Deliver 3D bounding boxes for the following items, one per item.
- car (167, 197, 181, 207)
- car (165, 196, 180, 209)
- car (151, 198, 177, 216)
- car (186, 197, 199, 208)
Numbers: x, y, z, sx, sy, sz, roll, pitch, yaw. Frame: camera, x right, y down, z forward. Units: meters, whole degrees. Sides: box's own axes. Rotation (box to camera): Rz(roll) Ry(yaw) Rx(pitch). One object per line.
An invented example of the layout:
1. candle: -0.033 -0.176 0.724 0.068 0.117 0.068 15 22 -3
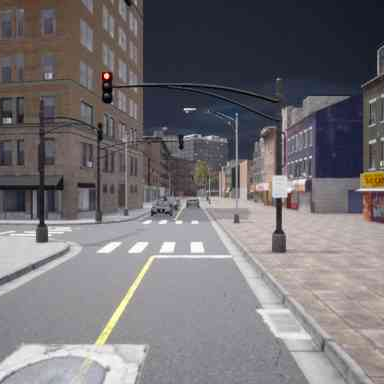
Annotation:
1. car: -2.815 1.562 52.710 2.033 1.411 5.357 0 0 0
2. car: -2.824 1.361 42.087 2.097 1.767 4.553 0 0 0
3. car: -2.832 1.569 32.315 1.994 1.385 4.181 0 0 0
4. car: 0.128 1.504 49.708 2.128 1.511 4.902 0 0 0
